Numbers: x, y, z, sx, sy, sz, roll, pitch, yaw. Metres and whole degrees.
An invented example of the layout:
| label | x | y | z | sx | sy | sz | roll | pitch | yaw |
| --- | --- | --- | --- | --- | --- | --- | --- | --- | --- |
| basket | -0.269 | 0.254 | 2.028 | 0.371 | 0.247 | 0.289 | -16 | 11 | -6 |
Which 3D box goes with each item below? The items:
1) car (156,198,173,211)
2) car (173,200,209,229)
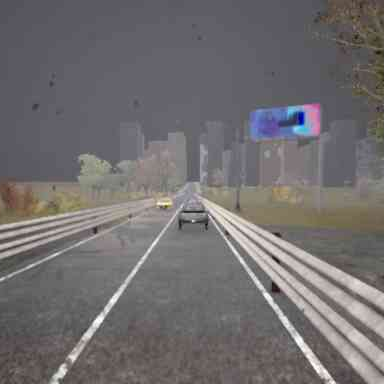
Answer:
| label | x | y | z | sx | sy | sz | roll | pitch | yaw |
| --- | --- | --- | --- | --- | --- | --- | --- | --- | --- |
| car | -3.273 | 1.508 | 40.668 | 1.882 | 1.535 | 5.008 | 0 | 0 | 0 |
| car | 0.088 | 1.483 | 21.646 | 2.128 | 1.511 | 4.902 | 0 | 0 | 0 |
